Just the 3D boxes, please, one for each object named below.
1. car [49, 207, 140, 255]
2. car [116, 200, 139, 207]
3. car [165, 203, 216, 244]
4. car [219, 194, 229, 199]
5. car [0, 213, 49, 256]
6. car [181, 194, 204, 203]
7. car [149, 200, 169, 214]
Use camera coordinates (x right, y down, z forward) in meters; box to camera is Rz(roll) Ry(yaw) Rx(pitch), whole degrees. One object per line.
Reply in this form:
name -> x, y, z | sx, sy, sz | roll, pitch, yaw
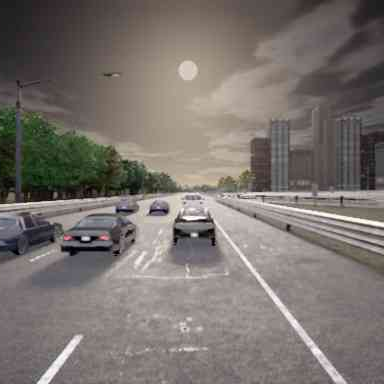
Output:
car -> -3.401, 1.538, 13.154 | 2.033, 1.411, 5.357 | 0, 0, 0
car -> -6.907, 1.536, 35.825 | 1.994, 1.385, 4.181 | 0, 0, 0
car -> 0.097, 1.481, 15.605 | 2.128, 1.511, 4.902 | 0, 0, 0
car -> 8.794, 1.235, 91.975 | 2.163, 1.488, 4.792 | 0, 0, -12
car -> -6.901, 1.538, 13.117 | 2.033, 1.411, 5.357 | 0, 0, 0
car -> 0.094, 1.196, 34.260 | 2.150, 2.045, 5.566 | 0, 0, 0
car -> -3.407, 1.537, 35.730 | 1.994, 1.385, 4.181 | 0, 0, 0
